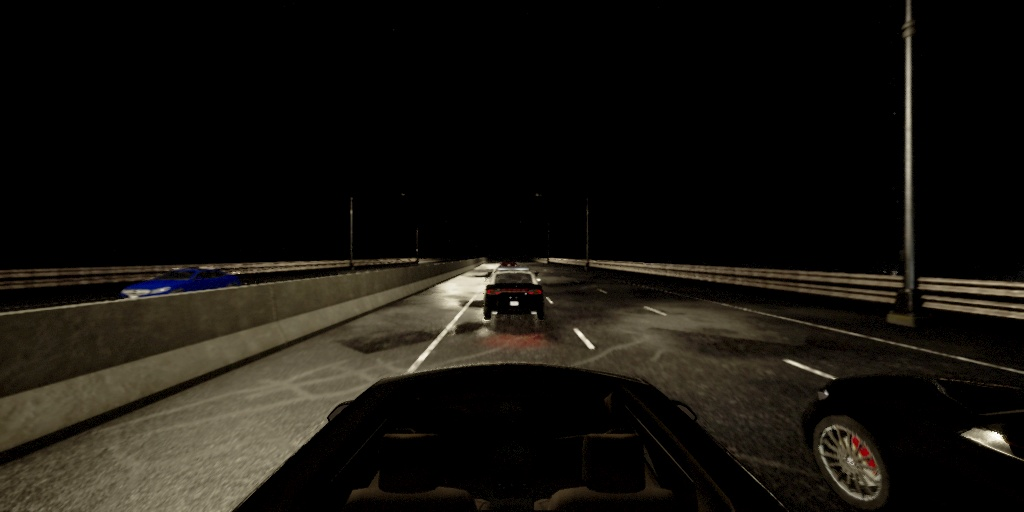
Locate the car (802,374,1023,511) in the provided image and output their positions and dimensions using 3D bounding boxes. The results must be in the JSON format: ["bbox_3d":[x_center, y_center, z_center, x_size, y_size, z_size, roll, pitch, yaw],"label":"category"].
[{"bbox_3d":[3.592,1.275,1.334,1.812,1.442,4.674,0,0,0],"label":"car"}]

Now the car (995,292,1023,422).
[{"bbox_3d":[7.092,1.226,2.058,1.882,1.535,5.008,0,0,0],"label":"car"}]

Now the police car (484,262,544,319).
[{"bbox_3d":[0.050,1.175,13.015,1.930,1.638,5.238,0,0,0],"label":"police car"}]

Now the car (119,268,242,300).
[{"bbox_3d":[-14.157,1.279,15.737,1.812,1.442,4.674,0,0,-1],"label":"car"}]

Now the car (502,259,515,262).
[{"bbox_3d":[-0.406,1.086,42.800,2.097,1.767,4.553,0,0,-1],"label":"car"}]
